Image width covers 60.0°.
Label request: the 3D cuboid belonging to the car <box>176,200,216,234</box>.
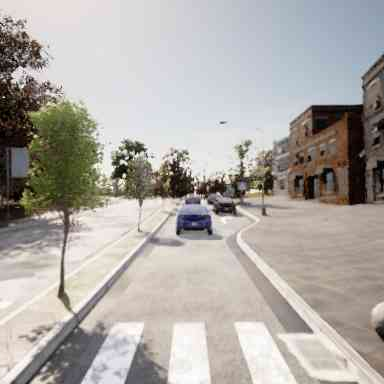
[{"bbox_3d":[0.108,1.431,19.020,1.882,1.535,5.008,0,0,0],"label":"car"}]

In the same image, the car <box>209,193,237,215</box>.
[{"bbox_3d":[2.938,1.205,30.707,1.882,1.535,5.008,0,2,0],"label":"car"}]

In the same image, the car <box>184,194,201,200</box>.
[{"bbox_3d":[0.117,0.946,39.760,2.128,1.511,4.902,0,2,0],"label":"car"}]

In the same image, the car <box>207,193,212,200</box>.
[{"bbox_3d":[3.009,0.873,44.600,1.994,1.385,4.181,0,2,1],"label":"car"}]
